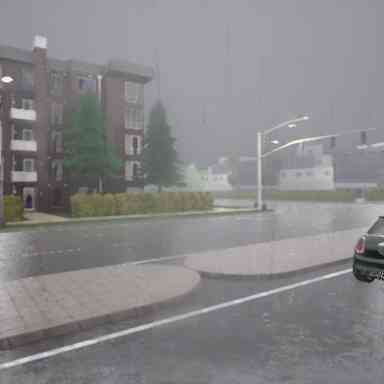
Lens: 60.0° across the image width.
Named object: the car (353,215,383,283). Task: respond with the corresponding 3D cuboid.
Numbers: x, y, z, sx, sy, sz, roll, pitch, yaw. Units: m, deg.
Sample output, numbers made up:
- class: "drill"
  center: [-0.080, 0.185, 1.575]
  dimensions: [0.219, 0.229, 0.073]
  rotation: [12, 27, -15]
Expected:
- class: "car"
  center: [5.973, 1.243, 8.129]
  dimensions: [4.553, 1.767, 2.097]
  rotation: [-1, 0, -35]
